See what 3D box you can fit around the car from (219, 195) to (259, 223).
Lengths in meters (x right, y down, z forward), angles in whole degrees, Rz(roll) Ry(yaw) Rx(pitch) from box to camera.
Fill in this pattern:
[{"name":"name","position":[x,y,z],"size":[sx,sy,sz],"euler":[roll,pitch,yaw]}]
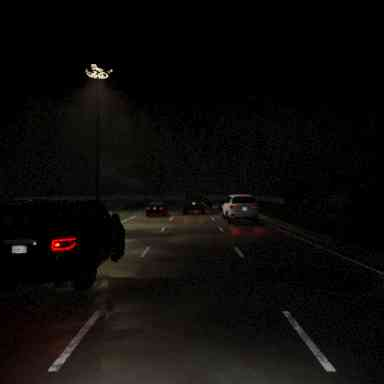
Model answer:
[{"name":"car","position":[3.602,1.219,25.400],"size":[2.150,2.045,5.566],"euler":[0,0,0]}]

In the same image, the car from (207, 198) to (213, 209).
[{"name":"car","position":[1.619,1.488,44.548],"size":[2.128,1.511,4.902],"euler":[0,0,12]}]

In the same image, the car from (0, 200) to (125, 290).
[{"name":"car","position":[-3.401,1.221,9.228],"size":[2.150,2.045,5.566],"euler":[0,0,0]}]

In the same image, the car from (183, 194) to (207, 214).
[{"name":"car","position":[0.276,1.219,34.759],"size":[2.150,2.045,5.566],"euler":[0,0,2]}]

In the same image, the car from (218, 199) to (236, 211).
[{"name":"car","position":[4.372,1.597,40.996],"size":[1.895,1.301,4.718],"euler":[0,0,9]}]

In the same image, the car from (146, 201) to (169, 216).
[{"name":"car","position":[-3.326,1.545,32.657],"size":[2.033,1.411,5.357],"euler":[0,0,1]}]
